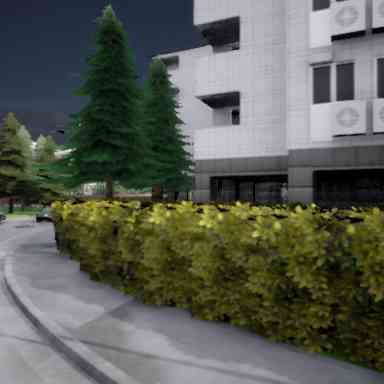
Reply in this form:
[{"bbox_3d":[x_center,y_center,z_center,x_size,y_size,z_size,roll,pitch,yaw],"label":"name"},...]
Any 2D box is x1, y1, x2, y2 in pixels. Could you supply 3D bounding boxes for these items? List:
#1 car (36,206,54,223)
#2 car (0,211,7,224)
[{"bbox_3d":[-11.632,1.849,28.696,1.994,1.385,4.181,0,-1,2],"label":"car"},{"bbox_3d":[-15.468,1.792,23.960,2.033,1.411,5.357,0,-1,-3],"label":"car"}]
